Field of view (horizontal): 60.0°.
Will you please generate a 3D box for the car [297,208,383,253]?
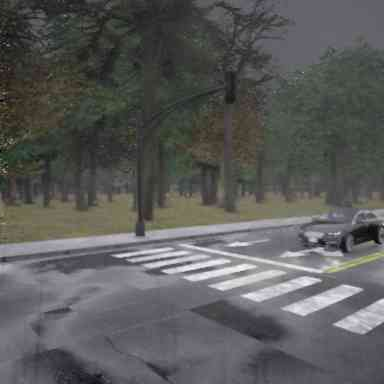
[{"bbox_3d":[6.179,1.437,13.507,4.902,1.511,2.128,0,0,-40],"label":"car"}]
